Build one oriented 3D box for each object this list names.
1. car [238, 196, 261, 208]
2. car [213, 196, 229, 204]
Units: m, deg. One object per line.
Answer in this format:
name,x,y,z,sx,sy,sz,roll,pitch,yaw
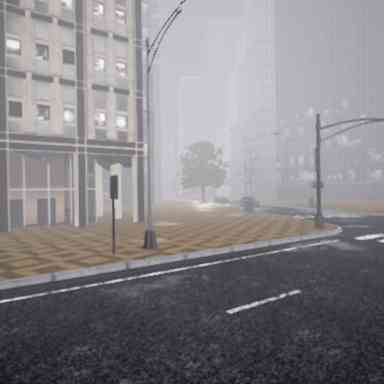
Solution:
car,7.130,1.259,41.797,1.837,1.490,4.892,-1,0,-7
car,5.064,1.359,58.163,1.895,1.301,4.718,-1,0,-7
